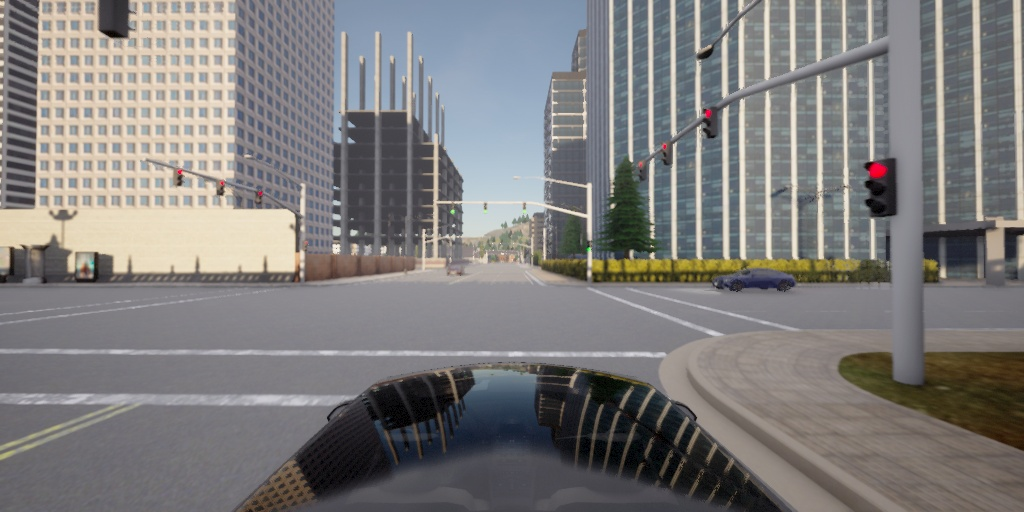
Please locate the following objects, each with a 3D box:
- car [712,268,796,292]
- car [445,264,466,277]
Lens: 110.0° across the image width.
[{"bbox_3d":[15.056,1.477,22.395,4.674,1.442,1.812,0,-1,0],"label":"car"},{"bbox_3d":[-7.001,1.793,45.064,1.812,1.442,4.674,0,0,0],"label":"car"}]
